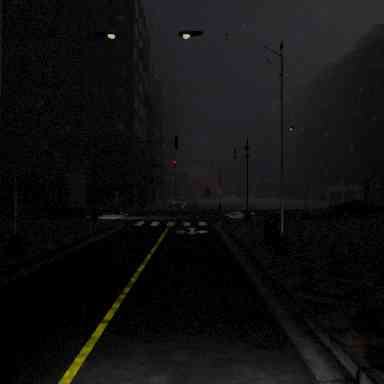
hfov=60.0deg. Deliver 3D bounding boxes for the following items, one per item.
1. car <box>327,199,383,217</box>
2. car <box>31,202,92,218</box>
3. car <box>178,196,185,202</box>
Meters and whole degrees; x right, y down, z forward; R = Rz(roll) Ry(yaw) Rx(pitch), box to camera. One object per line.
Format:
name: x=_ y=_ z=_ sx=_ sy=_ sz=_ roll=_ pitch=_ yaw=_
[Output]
car: x=14.471 y=1.342 z=29.077 sx=5.008 sy=1.535 sz=1.882 roll=0 pitch=-1 yaw=0
car: x=-11.256 y=1.549 z=29.034 sx=4.718 sy=1.301 sz=1.895 roll=0 pitch=-1 yaw=0
car: x=-2.570 y=1.651 z=83.617 sx=2.033 sy=1.411 sz=5.357 roll=0 pitch=0 yaw=0
